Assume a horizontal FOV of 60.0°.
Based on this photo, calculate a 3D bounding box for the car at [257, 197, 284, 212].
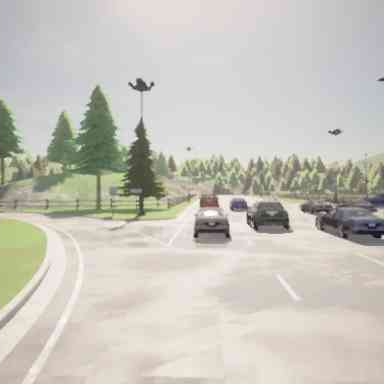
[{"bbox_3d":[8.971,1.409,38.456,2.128,1.511,4.902,0,0,3],"label":"car"}]

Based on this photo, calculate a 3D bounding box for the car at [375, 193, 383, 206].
[{"bbox_3d":[23.900,1.069,40.872,2.150,2.045,5.566,0,0,-40],"label":"car"}]

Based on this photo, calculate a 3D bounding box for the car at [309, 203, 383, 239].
[{"bbox_3d":[8.003,1.492,17.081,2.033,1.411,5.357,0,0,3],"label":"car"}]

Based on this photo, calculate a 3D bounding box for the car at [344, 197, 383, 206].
[{"bbox_3d":[15.682,1.440,31.914,2.033,1.411,5.357,0,0,3],"label":"car"}]

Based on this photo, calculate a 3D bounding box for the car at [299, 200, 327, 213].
[{"bbox_3d":[12.225,1.456,32.945,2.033,1.411,5.357,0,0,3],"label":"car"}]

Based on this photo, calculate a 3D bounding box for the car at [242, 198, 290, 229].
[{"bbox_3d":[4.683,1.308,21.151,2.097,1.767,4.553,0,0,3],"label":"car"}]

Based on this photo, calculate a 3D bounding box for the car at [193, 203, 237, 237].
[{"bbox_3d":[1.033,1.524,17.922,2.033,1.411,5.357,0,0,3],"label":"car"}]

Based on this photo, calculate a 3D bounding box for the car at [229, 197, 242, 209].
[{"bbox_3d":[5.548,1.409,40.209,1.882,1.535,5.008,0,0,3],"label":"car"}]

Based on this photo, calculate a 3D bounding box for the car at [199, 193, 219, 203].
[{"bbox_3d":[1.942,1.172,38.010,2.150,2.045,5.566,0,0,3],"label":"car"}]
